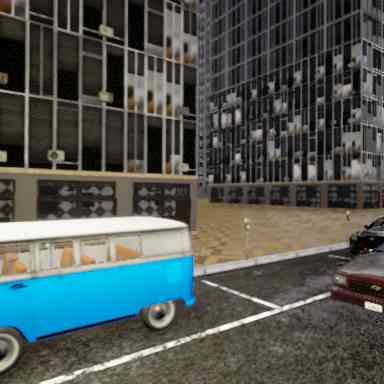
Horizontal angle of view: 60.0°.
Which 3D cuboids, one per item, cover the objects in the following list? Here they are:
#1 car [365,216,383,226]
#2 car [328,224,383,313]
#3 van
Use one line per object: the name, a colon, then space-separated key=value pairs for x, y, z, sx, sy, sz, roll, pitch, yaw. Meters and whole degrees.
car: x=7.395 y=1.509 z=11.823 sx=4.313 sy=1.339 sz=1.947 roll=0 pitch=1 yaw=-35
car: x=5.188 y=1.511 z=7.080 sx=5.357 sy=1.411 sz=2.033 roll=0 pitch=0 yaw=-35
van: x=-1.846 y=1.335 z=5.230 sx=3.998 sy=1.788 sz=1.690 roll=0 pitch=1 yaw=-35
